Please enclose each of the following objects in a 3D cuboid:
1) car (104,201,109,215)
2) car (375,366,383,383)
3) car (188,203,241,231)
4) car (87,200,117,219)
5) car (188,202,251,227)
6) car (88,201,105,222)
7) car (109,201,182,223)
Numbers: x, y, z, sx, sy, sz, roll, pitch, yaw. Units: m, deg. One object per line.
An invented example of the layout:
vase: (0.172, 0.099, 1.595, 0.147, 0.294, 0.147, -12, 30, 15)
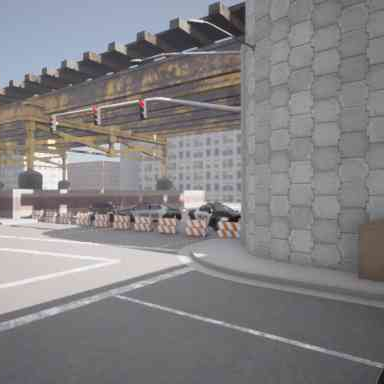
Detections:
car: (-3.197, 1.453, 23.205, 4.974, 1.542, 2.038, 0, 0, 0)
car: (3.477, 1.601, 1.492, 4.718, 1.301, 1.895, 0, 0, 36)
car: (1.575, 1.453, 20.627, 2.038, 1.542, 4.974, 0, 0, -25)
car: (-6.905, 1.295, 26.005, 1.853, 1.218, 4.536, 0, 0, -10)
car: (1.553, 1.295, 20.674, 1.853, 1.218, 4.536, 0, 0, -25)
car: (-6.896, 1.453, 25.954, 2.038, 1.542, 4.974, 0, 0, -10)
car: (-3.145, 1.295, 23.205, 4.536, 1.218, 1.853, 0, 0, 0)
